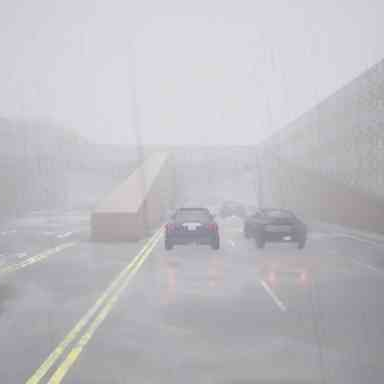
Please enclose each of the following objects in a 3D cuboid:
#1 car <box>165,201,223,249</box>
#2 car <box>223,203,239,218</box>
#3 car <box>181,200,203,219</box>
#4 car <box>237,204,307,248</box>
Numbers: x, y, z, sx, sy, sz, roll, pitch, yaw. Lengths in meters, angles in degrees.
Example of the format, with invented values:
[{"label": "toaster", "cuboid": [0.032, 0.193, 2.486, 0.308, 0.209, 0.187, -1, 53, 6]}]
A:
[{"label": "car", "cuboid": [0.000, 1.365, 14.620, 2.097, 1.767, 4.553, 0, 0, 0]}, {"label": "car", "cuboid": [3.500, 1.616, 29.680, 1.895, 1.301, 4.718, 0, 0, 0]}, {"label": "car", "cuboid": [0.000, 1.532, 29.650, 1.812, 1.442, 4.674, 0, 0, 0]}, {"label": "car", "cuboid": [3.500, 1.495, 14.650, 2.128, 1.511, 4.902, 0, 0, 0]}]
